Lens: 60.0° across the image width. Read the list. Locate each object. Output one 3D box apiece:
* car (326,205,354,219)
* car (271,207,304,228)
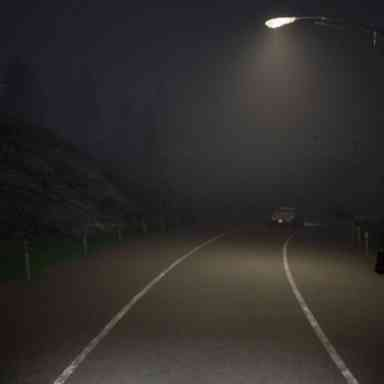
[{"bbox_3d":[17.410,2.311,38.753,4.902,1.511,2.128,3,1,-45],"label":"car"},{"bbox_3d":[7.496,1.909,26.068,1.812,1.442,4.674,2,0,28],"label":"car"}]
